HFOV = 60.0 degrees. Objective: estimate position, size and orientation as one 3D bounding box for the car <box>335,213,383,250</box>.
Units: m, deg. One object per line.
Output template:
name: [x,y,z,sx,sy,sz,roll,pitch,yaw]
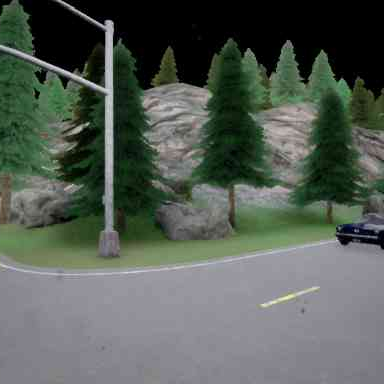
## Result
car: [8.198,1.610,14.516,4.718,1.301,1.895,0,0,-39]
